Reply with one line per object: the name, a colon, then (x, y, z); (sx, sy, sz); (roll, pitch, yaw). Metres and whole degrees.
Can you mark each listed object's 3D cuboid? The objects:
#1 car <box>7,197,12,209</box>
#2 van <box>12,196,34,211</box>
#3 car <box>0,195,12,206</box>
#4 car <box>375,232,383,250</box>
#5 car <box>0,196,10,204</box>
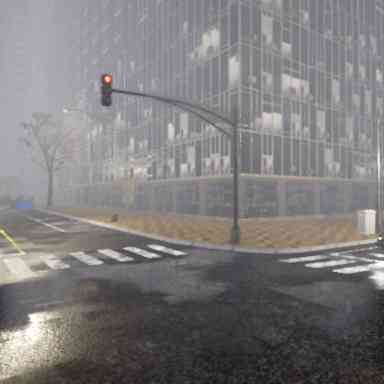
car: (-23.647, 1.647, 45.310); (1.802, 1.307, 4.206); (1, -1, -34)
van: (-20.442, 1.404, 40.615); (1.690, 1.788, 3.998); (1, -1, -34)
car: (-30.051, 1.651, 54.702); (1.802, 1.307, 4.206); (1, -1, -34)
car: (10.505, 1.934, 15.160); (5.357, 1.411, 2.033); (1, -1, -36)
car: (-36.454, 1.512, 64.095); (1.967, 1.590, 4.097); (1, -1, -34)
